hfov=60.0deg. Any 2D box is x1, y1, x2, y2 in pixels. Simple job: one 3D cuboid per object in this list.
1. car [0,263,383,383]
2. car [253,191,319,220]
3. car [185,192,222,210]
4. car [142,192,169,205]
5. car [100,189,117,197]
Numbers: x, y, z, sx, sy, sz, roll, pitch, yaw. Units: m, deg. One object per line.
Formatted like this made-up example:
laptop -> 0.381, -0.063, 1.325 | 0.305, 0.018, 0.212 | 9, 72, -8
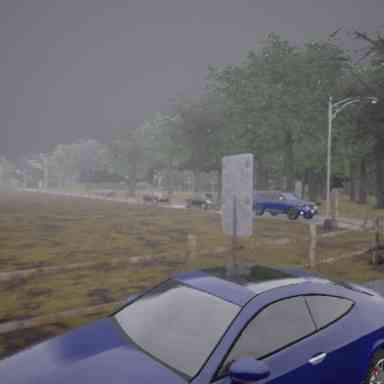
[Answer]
car -> 0.317, 1.539, 3.295 | 4.674, 1.442, 1.812 | 0, 0, -35
car -> 7.032, 0.977, 26.004 | 2.150, 2.045, 5.566 | 1, 1, -35
car -> 1.225, 0.871, 34.179 | 2.097, 1.767, 4.553 | 1, 1, -34
car -> -4.650, 0.757, 42.459 | 1.882, 1.535, 5.008 | 1, 1, -35
car -> -15.923, 0.246, 63.401 | 1.837, 1.490, 4.892 | 1, 1, -35
